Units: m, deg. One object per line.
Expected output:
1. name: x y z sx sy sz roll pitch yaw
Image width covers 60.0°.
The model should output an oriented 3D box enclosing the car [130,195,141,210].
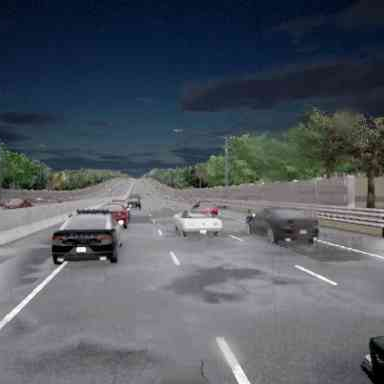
1. car: -8.077 1.619 46.371 1.882 1.535 5.008 0 0 -9

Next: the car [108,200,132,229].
1. car: -5.118 1.493 21.672 1.882 1.535 5.008 0 0 -9

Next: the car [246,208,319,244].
1. car: 4.088 1.476 15.859 1.882 1.535 5.008 0 0 -9

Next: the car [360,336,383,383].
1. car: 2.919 1.599 1.268 1.895 1.301 4.718 0 0 -9

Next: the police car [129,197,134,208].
1. police car: -6.101 1.461 27.708 1.930 1.638 5.238 0 0 -9

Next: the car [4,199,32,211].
1. car: -21.538 1.601 41.324 1.882 1.535 5.008 0 0 -9

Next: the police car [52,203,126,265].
1. police car: -3.525 1.421 11.902 1.930 1.638 5.238 0 0 -9

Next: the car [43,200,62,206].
1. car: -18.508 1.704 44.507 1.994 1.385 4.181 0 0 -9

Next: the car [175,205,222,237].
1. car: 0.169 1.603 18.146 1.895 1.301 4.718 0 0 -9

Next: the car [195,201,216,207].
1. car: 1.263 1.620 33.193 1.994 1.385 4.181 0 0 -9
